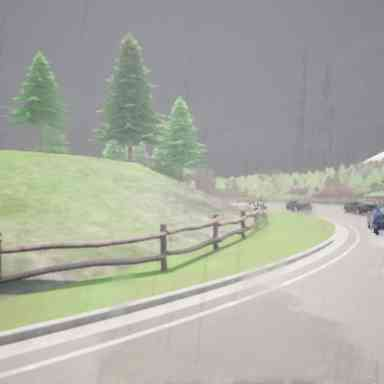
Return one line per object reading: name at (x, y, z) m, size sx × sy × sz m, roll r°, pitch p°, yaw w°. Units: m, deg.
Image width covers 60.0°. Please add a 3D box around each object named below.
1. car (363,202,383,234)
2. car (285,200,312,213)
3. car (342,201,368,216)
car at (11.589, 1.575, 19.645) m, size 1.882 × 1.535 × 5.008 m, roll 0°, pitch -1°, yaw 22°
car at (13.541, 1.813, 42.560) m, size 1.837 × 1.490 × 4.892 m, roll 0°, pitch 0°, yaw -8°
car at (17.847, 1.705, 35.464) m, size 1.837 × 1.490 × 4.892 m, roll 1°, pitch 0°, yaw -1°
